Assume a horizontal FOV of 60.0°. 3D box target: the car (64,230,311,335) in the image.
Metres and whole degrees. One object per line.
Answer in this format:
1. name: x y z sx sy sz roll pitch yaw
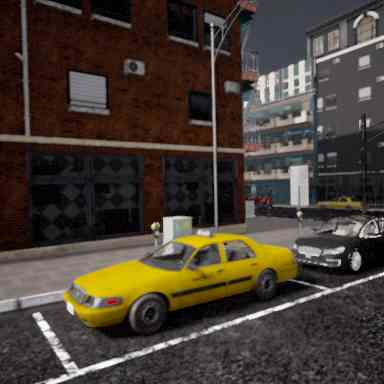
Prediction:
1. car: 0.062 1.468 6.598 4.829 1.417 1.752 -1 0 -35

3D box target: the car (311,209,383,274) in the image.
1. car: 4.827 1.406 9.964 4.403 1.369 2.008 -1 0 -35

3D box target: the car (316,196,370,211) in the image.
1. car: 14.106 1.057 31.436 1.752 1.417 4.829 -2 1 -35

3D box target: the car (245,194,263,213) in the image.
1. car: 4.168 1.235 30.967 1.967 1.590 4.097 -2 1 -35

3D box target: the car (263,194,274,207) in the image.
1. car: 7.802 1.000 40.325 1.967 1.590 4.097 -2 1 -35
